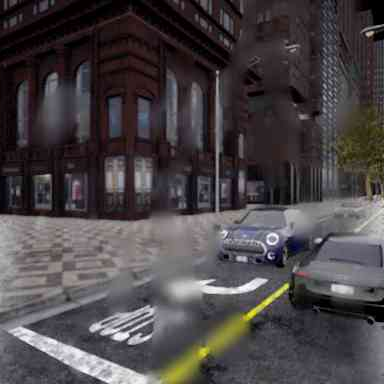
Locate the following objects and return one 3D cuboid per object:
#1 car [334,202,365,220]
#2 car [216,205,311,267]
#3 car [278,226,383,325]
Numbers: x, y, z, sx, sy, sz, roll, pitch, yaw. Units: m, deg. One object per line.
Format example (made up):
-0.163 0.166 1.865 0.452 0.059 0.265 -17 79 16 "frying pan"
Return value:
13.277 1.547 27.960 1.895 1.301 4.718 0 0 33 "car"
2.638 1.330 11.441 2.097 1.767 4.553 0 0 33 "car"
3.534 1.550 7.104 1.994 1.385 4.181 0 0 33 "car"
